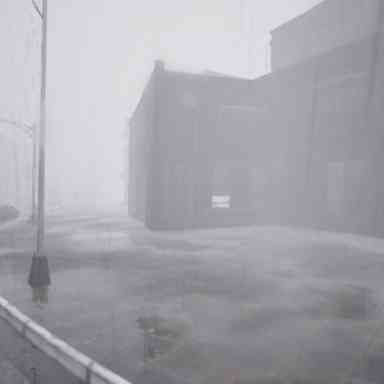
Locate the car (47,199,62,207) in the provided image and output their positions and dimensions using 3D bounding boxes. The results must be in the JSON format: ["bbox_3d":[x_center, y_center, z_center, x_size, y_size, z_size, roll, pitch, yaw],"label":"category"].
[{"bbox_3d":[-26.598,2.041,64.321,1.812,1.442,4.674,1,-1,-10],"label":"car"}]

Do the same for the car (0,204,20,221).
[{"bbox_3d":[-16.885,1.775,29.571,1.994,1.385,4.181,1,-1,-12],"label":"car"}]
